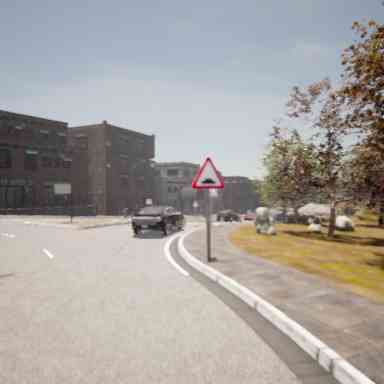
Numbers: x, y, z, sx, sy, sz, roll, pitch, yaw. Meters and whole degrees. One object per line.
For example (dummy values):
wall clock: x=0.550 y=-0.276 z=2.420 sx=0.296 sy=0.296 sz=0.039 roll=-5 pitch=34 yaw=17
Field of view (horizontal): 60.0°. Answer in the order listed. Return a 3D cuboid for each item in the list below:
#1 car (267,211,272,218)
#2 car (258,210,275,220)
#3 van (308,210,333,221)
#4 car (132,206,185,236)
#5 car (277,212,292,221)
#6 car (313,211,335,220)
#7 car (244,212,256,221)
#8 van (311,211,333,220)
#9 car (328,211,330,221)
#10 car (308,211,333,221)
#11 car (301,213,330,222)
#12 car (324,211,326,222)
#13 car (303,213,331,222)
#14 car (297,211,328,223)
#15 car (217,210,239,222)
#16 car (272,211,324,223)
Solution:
car: x=12.934 y=3.983 z=52.880 sx=1.994 sy=1.385 sz=4.181 roll=-1 pitch=-4 yaw=25
car: x=14.124 y=4.407 z=62.935 sx=2.097 sy=1.767 sz=4.553 roll=-1 pitch=-4 yaw=25
van: x=25.472 y=4.682 z=66.053 sx=4.442 sy=1.987 sz=1.878 roll=-1 pitch=-3 yaw=25
car: x=-1.773 y=1.536 z=18.813 sx=2.128 sy=1.511 sz=4.902 roll=-1 pitch=-1 yaw=14
car: x=17.246 y=4.554 z=61.930 sx=1.837 sy=1.490 sz=4.892 roll=-1 pitch=-4 yaw=25
car: x=30.127 y=5.376 z=76.020 sx=4.553 sy=1.767 sz=2.185 roll=-1 pitch=-3 yaw=25
car: x=9.806 y=3.983 z=53.871 sx=1.994 sy=1.385 sz=4.181 roll=-1 pitch=-4 yaw=25
van: x=28.814 y=5.138 z=73.607 sx=4.442 sy=1.987 sz=1.878 roll=-1 pitch=-3 yaw=25
car: x=16.916 y=3.718 z=48.797 sx=5.366 sy=1.575 sz=1.946 roll=-1 pitch=-4 yaw=25
car: x=26.576 y=4.947 z=68.710 sx=4.553 sy=1.767 sz=2.185 roll=-1 pitch=-3 yaw=25
car: x=21.816 y=4.460 z=58.640 sx=4.674 sy=1.452 sz=2.002 roll=-1 pitch=-4 yaw=25
car: x=13.531 y=3.158 z=41.276 sx=5.008 sy=1.535 sz=2.097 roll=-1 pitch=-4 yaw=25
car: x=22.972 y=4.617 z=61.140 sx=4.792 sy=1.488 sz=2.163 roll=-1 pitch=-4 yaw=25
car: x=19.421 y=3.954 z=53.695 sx=4.553 sy=1.767 sz=2.185 roll=-1 pitch=-4 yaw=25
car: x=4.691 y=3.096 z=42.858 sx=1.837 sy=1.490 sz=4.892 roll=-1 pitch=-4 yaw=25
car: x=12.347 y=2.968 z=38.796 sx=4.892 sy=1.521 sz=2.231 roll=-1 pitch=-4 yaw=25
